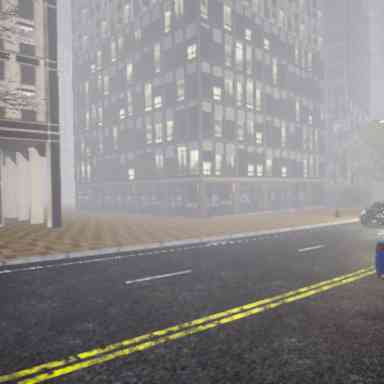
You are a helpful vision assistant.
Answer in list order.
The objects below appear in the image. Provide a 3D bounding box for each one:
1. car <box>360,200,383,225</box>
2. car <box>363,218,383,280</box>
[{"bbox_3d":[13.651,1.390,23.500,4.553,1.767,2.097,0,0,-43],"label":"car"},{"bbox_3d":[6.609,1.480,8.620,5.008,1.535,1.882,0,0,-39],"label":"car"}]
